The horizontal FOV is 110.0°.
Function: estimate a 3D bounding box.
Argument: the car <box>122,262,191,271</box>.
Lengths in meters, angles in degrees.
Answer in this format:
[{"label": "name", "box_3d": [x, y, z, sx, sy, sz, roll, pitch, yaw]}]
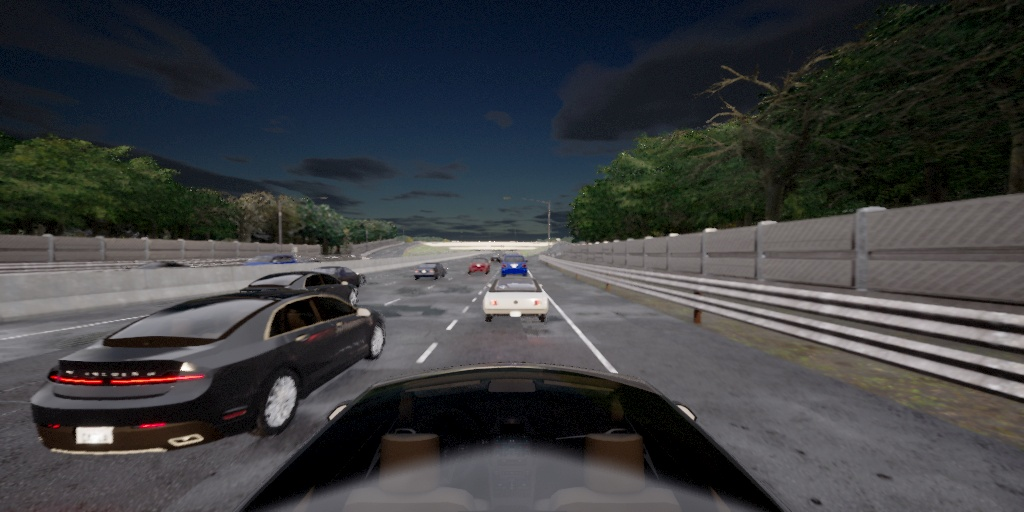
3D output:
[{"label": "car", "box_3d": [-28.022, 1.215, 28.354, 1.837, 1.490, 4.892, 0, 0, 0]}]

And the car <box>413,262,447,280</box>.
[{"label": "car", "box_3d": [-6.815, 1.237, 30.304, 2.033, 1.411, 5.357, 0, 1, 0]}]

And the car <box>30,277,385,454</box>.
[{"label": "car", "box_3d": [-3.498, 1.258, 5.431, 1.837, 1.490, 4.892, 0, 0, 0]}]

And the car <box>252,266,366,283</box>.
[{"label": "car", "box_3d": [-6.888, 1.261, 12.000, 1.837, 1.490, 4.892, 0, 0, 0]}]

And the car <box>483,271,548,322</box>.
[{"label": "car", "box_3d": [0.112, 1.358, 12.381, 1.895, 1.301, 4.718, 0, 0, 0]}]

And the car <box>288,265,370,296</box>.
[{"label": "car", "box_3d": [-10.367, 1.298, 20.864, 2.033, 1.411, 5.357, 0, 0, 0]}]

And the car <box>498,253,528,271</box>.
[{"label": "car", "box_3d": [0.187, 0.906, 30.863, 2.150, 2.045, 5.566, 0, 1, 0]}]

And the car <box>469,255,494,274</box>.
[{"label": "car", "box_3d": [-3.363, 0.944, 38.437, 2.097, 1.767, 4.553, 0, 1, 0]}]

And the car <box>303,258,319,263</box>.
[{"label": "car", "box_3d": [-24.423, 1.028, 41.713, 2.128, 1.511, 4.902, 0, 1, 1]}]

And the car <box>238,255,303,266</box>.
[{"label": "car", "box_3d": [-21.009, 0.907, 31.018, 2.150, 2.045, 5.566, 0, 0, 0]}]
